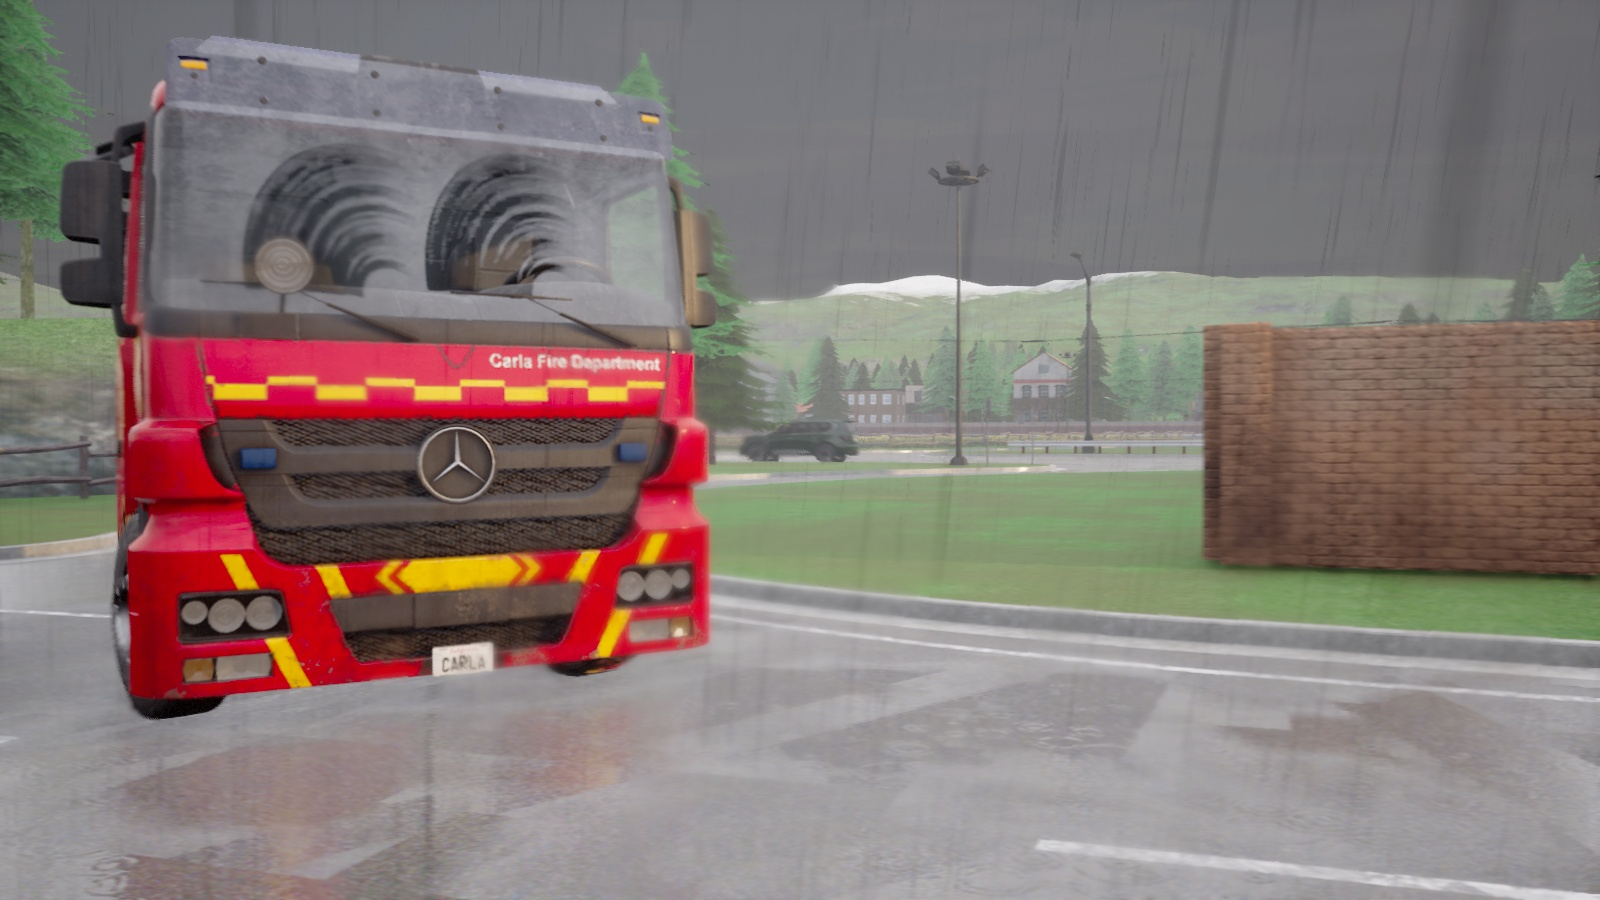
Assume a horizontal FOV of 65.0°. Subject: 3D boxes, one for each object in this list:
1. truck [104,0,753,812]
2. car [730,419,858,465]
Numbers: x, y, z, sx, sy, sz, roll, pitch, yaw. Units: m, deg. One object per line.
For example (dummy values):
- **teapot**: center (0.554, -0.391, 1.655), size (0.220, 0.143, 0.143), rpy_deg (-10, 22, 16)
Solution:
- **truck**: center (-3.580, -0.504, 9.521), size (2.891, 3.827, 8.468), rpy_deg (-1, 1, -29)
- **car**: center (-0.277, -0.389, 58.263), size (5.566, 2.045, 2.150), rpy_deg (1, 1, 18)
